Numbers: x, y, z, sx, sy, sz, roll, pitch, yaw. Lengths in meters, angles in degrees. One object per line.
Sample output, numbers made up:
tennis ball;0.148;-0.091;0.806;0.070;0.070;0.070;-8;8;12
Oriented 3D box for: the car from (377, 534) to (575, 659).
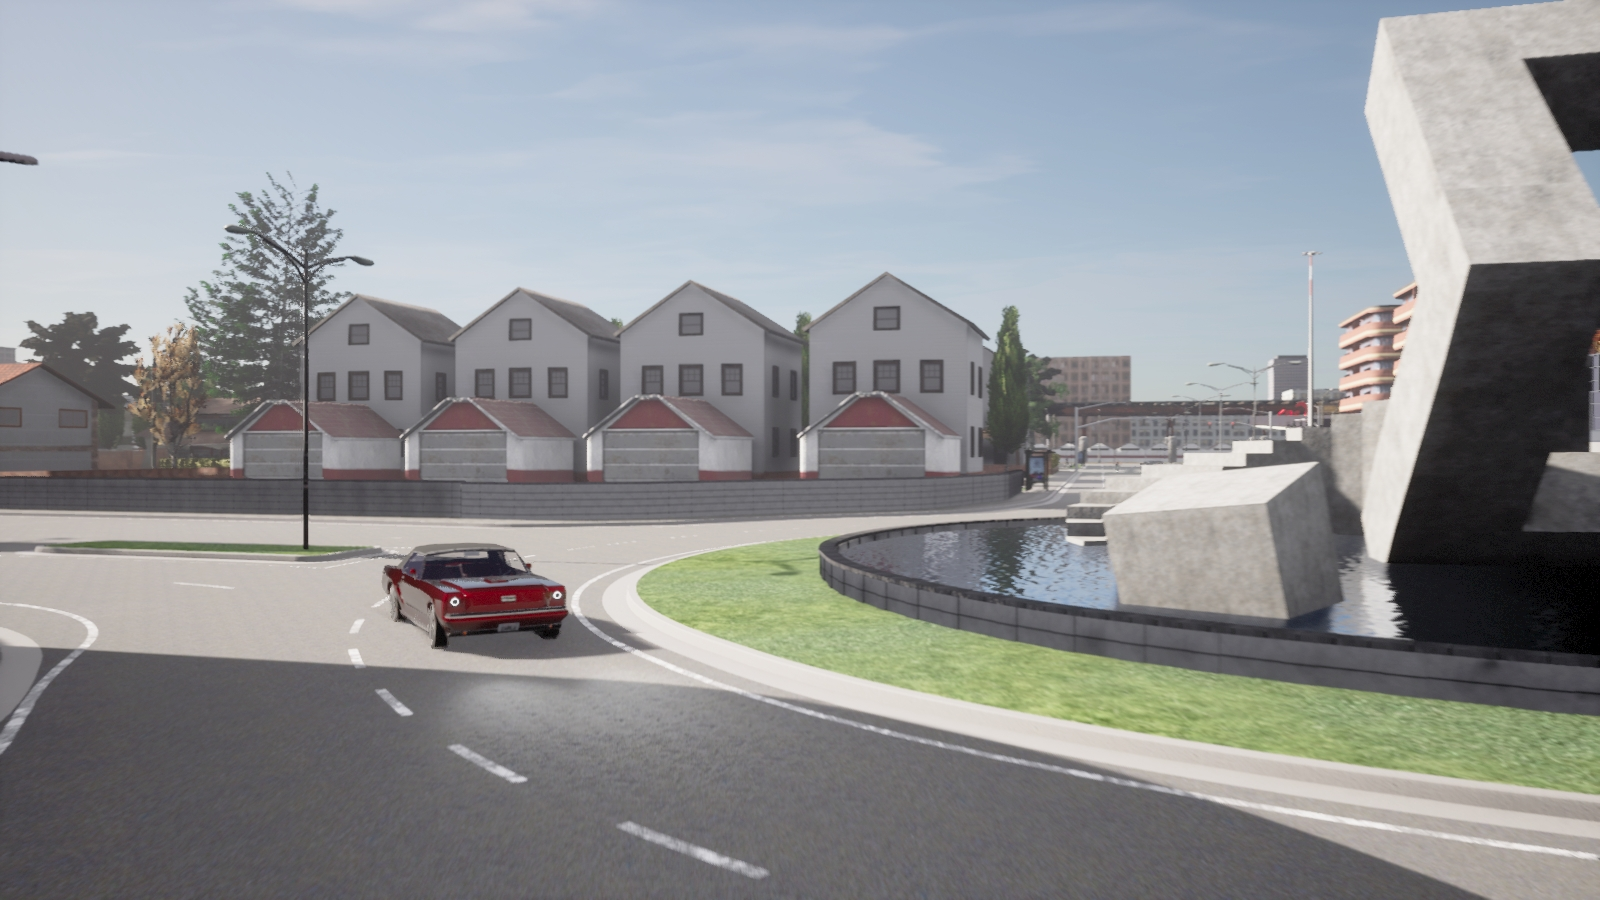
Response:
car;-5.205;2.158;17.880;1.895;1.301;4.718;0;0;-30
